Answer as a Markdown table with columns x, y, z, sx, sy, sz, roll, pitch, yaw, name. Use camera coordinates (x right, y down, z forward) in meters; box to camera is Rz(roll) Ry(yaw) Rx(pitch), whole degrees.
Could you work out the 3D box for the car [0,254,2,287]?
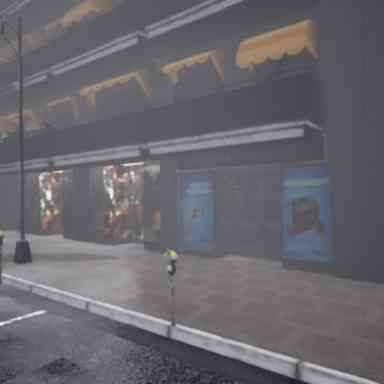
| x | y | z | sx | sy | sz | roll | pitch | yaw | name |
| --- | --- | --- | --- | --- | --- | --- | --- | --- | --- |
| -5.912 | 1.321 | 6.925 | 5.009 | 1.841 | 2.192 | 0 | -1 | 36 | car |
